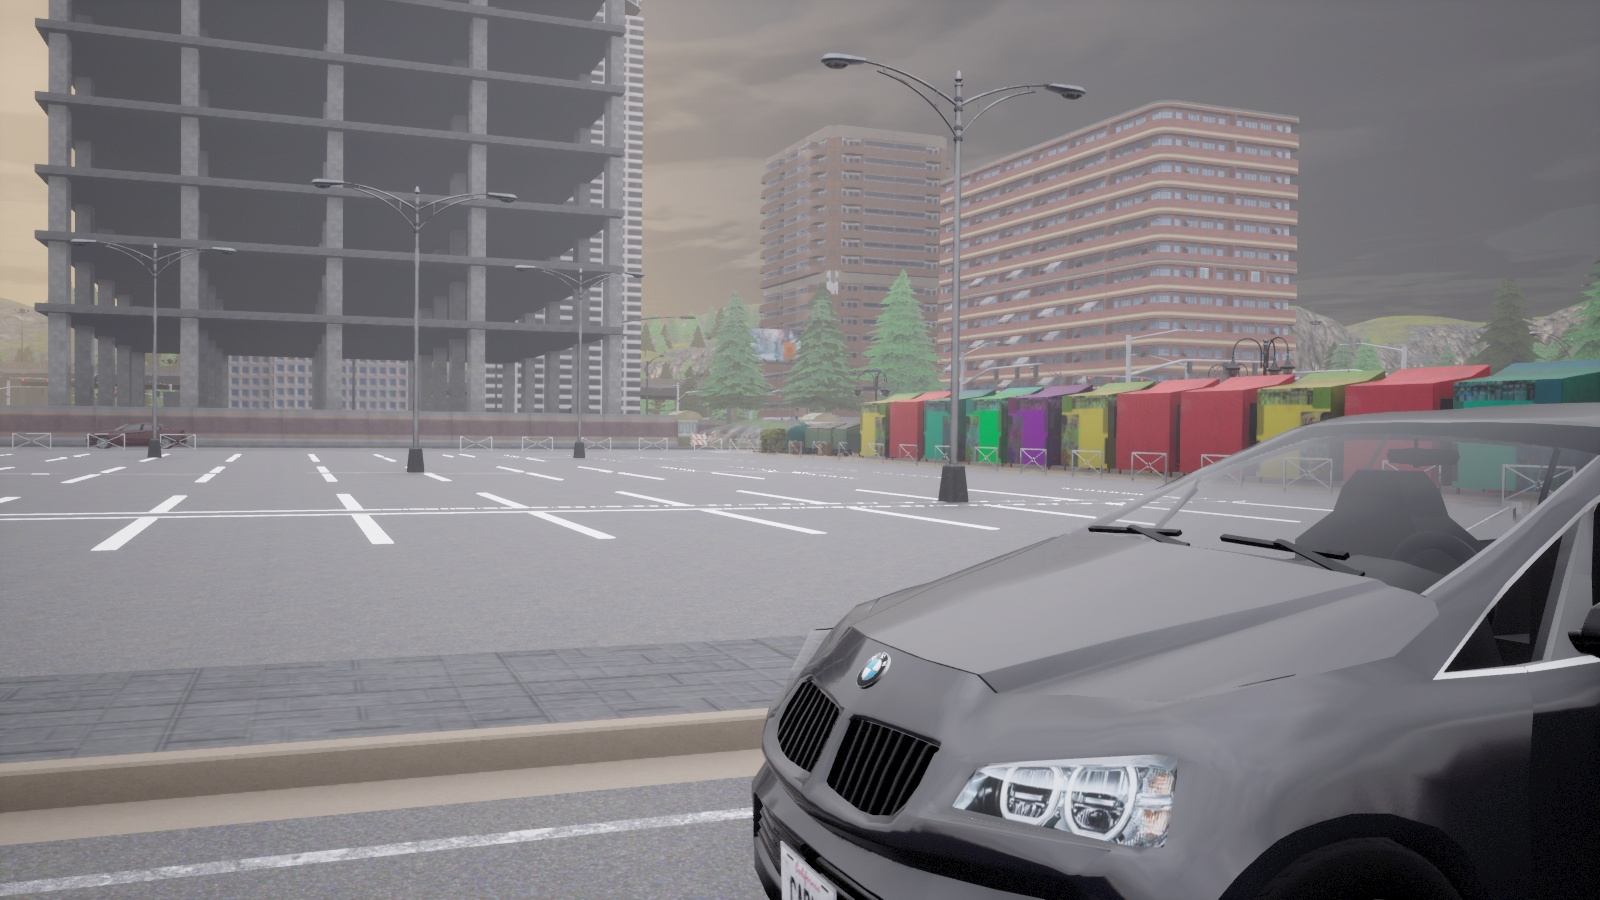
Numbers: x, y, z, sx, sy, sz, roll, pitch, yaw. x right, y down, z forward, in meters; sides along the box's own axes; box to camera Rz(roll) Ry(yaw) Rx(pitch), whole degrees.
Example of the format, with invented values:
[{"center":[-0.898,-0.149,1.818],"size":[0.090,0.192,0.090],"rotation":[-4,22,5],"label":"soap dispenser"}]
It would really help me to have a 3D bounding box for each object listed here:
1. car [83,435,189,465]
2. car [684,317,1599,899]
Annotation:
[{"center":[-36.933,-0.019,69.992],"size":[5.008,1.535,1.882],"rotation":[-1,1,-23],"label":"car"},{"center":[2.168,0.553,4.061],"size":[4.611,1.667,2.242],"rotation":[-1,1,-21],"label":"car"}]
